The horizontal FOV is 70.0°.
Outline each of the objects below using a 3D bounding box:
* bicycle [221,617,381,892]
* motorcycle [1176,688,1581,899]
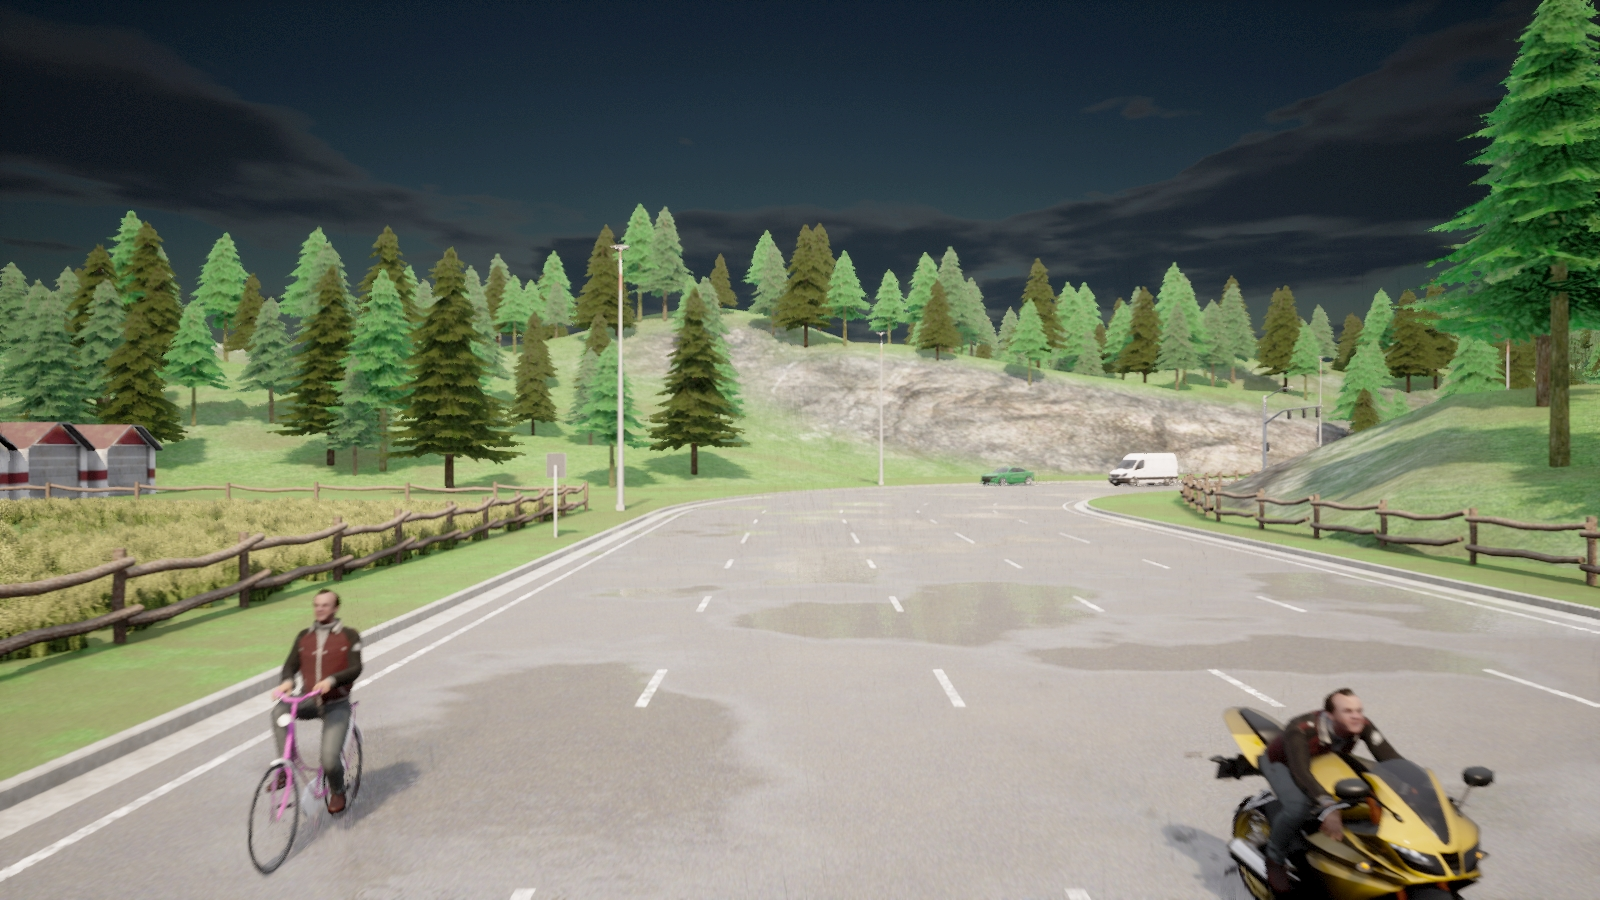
[{"bbox_3d":[-3.488,2.060,8.138,0.329,1.471,1.835,0,0,0],"label":"bicycle"},{"bbox_3d":[3.027,2.205,6.312,0.867,1.251,2.209,-2,1,-8],"label":"motorcycle"}]
